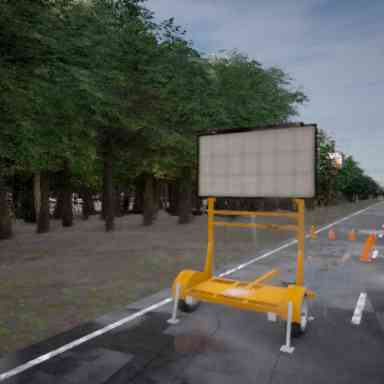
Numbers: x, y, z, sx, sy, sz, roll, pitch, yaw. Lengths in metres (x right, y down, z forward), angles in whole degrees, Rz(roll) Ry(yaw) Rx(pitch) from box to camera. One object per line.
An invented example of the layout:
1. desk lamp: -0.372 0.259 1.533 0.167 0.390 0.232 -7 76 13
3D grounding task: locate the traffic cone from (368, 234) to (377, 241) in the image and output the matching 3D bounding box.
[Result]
1. traffic cone: 7.168 2.131 13.465 0.340 0.580 0.340 0 -1 31

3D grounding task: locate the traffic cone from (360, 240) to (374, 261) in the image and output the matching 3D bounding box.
1. traffic cone: 6.133 2.107 11.753 0.340 0.580 0.340 0 -1 31

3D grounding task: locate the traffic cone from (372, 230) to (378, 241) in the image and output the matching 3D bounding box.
1. traffic cone: 8.202 2.156 15.177 0.340 0.580 0.340 0 -1 31

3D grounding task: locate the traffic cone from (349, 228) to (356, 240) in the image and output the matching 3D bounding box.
1. traffic cone: 8.380 2.176 17.405 0.340 0.580 0.340 0 -1 31

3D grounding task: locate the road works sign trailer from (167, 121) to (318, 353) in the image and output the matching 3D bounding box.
1. road works sign trailer: 1.254 0.527 6.543 2.380 3.560 2.880 0 -1 31
